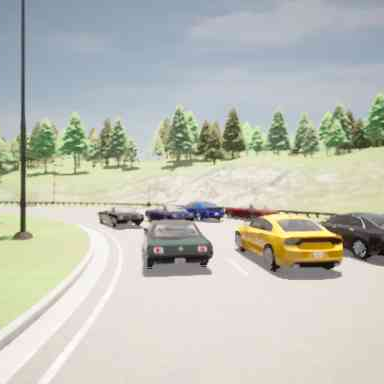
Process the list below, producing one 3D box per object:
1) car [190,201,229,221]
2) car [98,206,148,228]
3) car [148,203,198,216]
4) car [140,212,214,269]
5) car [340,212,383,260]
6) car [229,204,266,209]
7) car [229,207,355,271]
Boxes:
[{"bbox_3d":[0.543,1.470,26.861,1.882,1.535,5.008,0,0,-31],"label":"car"},{"bbox_3d":[-4.925,1.595,22.471,1.895,1.301,4.718,0,0,-30],"label":"car"},{"bbox_3d":[-1.719,1.594,23.893,1.895,1.301,4.718,0,0,-29],"label":"car"},{"bbox_3d":[-0.687,1.598,11.268,1.895,1.301,4.718,0,0,-10],"label":"car"},{"bbox_3d":[6.162,1.502,12.493,1.837,1.490,4.892,0,0,-10],"label":"car"},{"bbox_3d":[4.679,1.593,26.761,1.895,1.301,4.718,0,0,-29],"label":"car"},{"bbox_3d":[2.899,1.475,11.038,1.882,1.535,5.008,0,0,-9],"label":"car"}]
